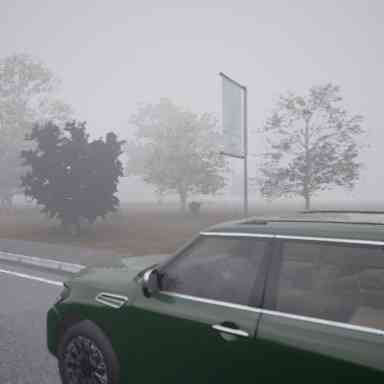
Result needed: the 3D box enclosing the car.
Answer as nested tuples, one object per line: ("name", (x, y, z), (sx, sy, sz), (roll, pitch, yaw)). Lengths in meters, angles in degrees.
("car", (0.956, 1.211, 3.211), (5.566, 2.045, 2.150), (0, 0, 35))
